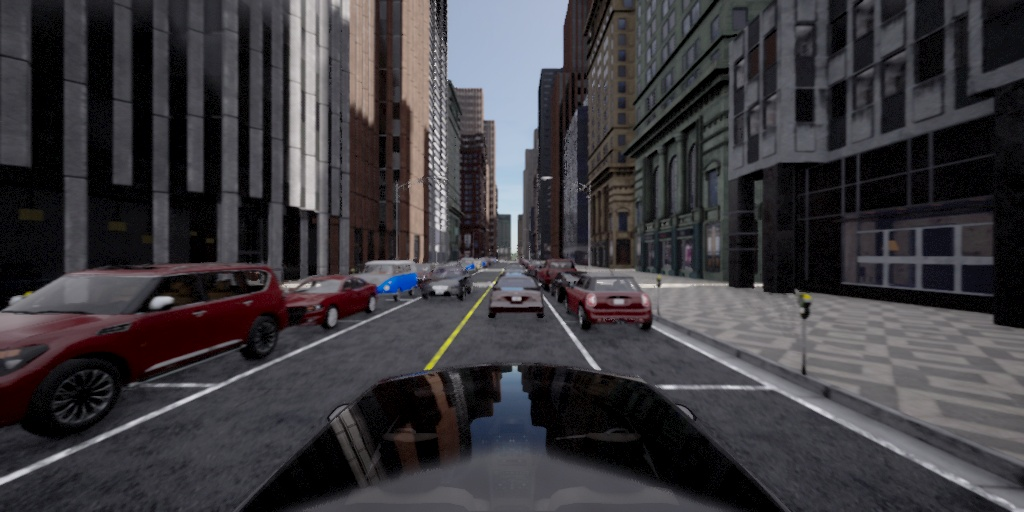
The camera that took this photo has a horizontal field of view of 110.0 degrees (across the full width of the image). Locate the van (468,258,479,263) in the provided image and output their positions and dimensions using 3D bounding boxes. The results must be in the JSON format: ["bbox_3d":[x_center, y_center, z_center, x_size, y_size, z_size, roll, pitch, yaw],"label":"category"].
[{"bbox_3d":[-5.579,1.167,45.110,1.690,1.789,3.998,0,0,0],"label":"van"}]

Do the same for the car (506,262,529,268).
[{"bbox_3d":[0.221,1.412,30.851,1.895,1.301,4.718,0,0,0],"label":"car"}]

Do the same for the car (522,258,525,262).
[{"bbox_3d":[2.996,1.440,56.351,1.948,1.339,4.313,0,0,0],"label":"car"}]

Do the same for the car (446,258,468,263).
[{"bbox_3d":[-5.630,1.242,33.837,1.967,1.591,4.097,0,0,0],"label":"car"}]

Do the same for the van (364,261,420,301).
[{"bbox_3d":[-5.705,1.108,16.927,1.690,1.789,3.998,0,0,0],"label":"van"}]

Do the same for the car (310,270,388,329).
[{"bbox_3d":[-5.731,1.300,11.290,1.888,1.381,4.507,0,0,0],"label":"car"}]

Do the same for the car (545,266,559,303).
[{"bbox_3d":[2.820,1.354,16.898,1.948,1.339,4.313,0,0,0],"label":"car"}]

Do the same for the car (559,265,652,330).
[{"bbox_3d":[2.794,1.217,11.261,1.967,1.591,4.097,0,0,0],"label":"car"}]

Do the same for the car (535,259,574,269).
[{"bbox_3d":[2.845,1.115,22.534,2.192,1.841,5.009,0,0,0],"label":"car"}]

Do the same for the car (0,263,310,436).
[{"bbox_3d":[-5.756,1.058,5.653,2.192,1.841,5.009,0,0,0],"label":"car"}]

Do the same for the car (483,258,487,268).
[{"bbox_3d":[-5.529,1.403,56.382,2.007,1.370,4.403,0,0,0],"label":"car"}]

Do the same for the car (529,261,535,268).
[{"bbox_3d":[2.895,1.390,33.807,1.948,1.339,4.313,0,0,0],"label":"car"}]

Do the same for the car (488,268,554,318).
[{"bbox_3d":[0.143,1.322,13.152,2.033,1.411,5.357,0,0,0],"label":"car"}]

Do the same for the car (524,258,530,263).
[{"bbox_3d":[2.946,1.288,45.078,1.967,1.591,4.097,0,0,0],"label":"car"}]

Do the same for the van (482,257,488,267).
[{"bbox_3d":[-5.504,1.208,62.019,1.690,1.789,3.998,0,0,0],"label":"van"}]

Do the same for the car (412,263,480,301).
[{"bbox_3d":[-3.033,1.267,17.563,2.128,1.511,4.902,0,0,0],"label":"car"}]

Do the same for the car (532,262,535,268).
[{"bbox_3d":[2.870,1.357,28.171,1.888,1.381,4.507,0,0,0],"label":"car"}]

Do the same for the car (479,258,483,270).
[{"bbox_3d":[-5.555,1.365,50.576,1.751,1.417,4.829,0,0,0],"label":"car"}]
